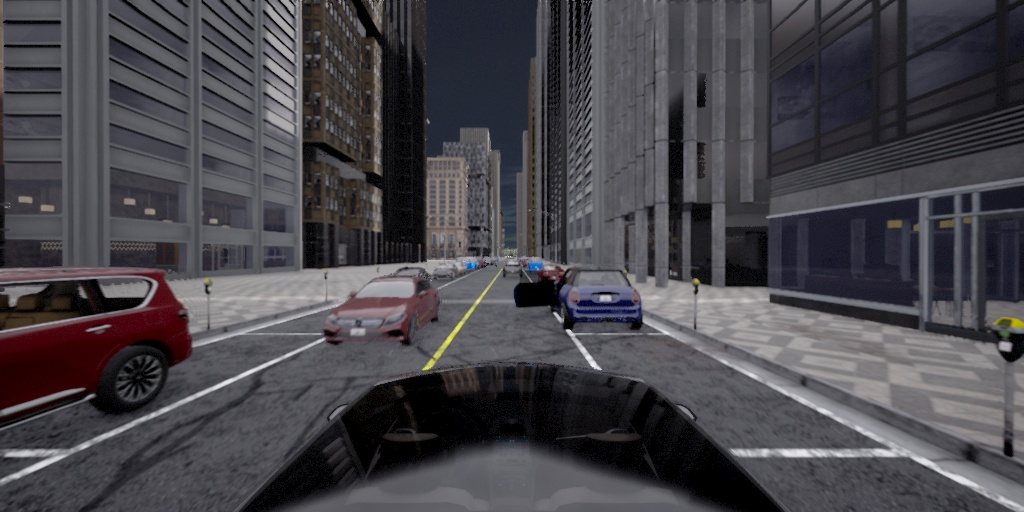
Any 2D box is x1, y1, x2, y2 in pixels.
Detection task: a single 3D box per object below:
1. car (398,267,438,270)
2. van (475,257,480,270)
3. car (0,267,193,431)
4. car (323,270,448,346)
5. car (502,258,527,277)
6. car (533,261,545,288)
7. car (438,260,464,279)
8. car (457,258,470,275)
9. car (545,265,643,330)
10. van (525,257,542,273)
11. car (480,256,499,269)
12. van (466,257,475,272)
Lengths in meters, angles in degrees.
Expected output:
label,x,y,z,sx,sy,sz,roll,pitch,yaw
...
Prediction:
label,x,y,z,sx,sy,sz,roll,pitch,yaw
car,-5.751,1.307,20.223,1.948,1.339,4.313,0,0,0
van,-5.734,1.067,48.427,1.690,1.789,3.998,0,0,0
car,-5.762,1.064,3.301,2.192,1.841,5.009,0,0,0
car,-3.095,1.272,9.535,1.812,1.442,4.674,0,0,0
car,0.070,1.225,34.880,2.128,1.511,4.902,0,0,1
car,2.777,1.283,25.863,1.888,1.381,4.507,0,0,0
car,-5.744,1.285,31.505,2.007,1.370,4.403,0,0,0
car,-5.741,1.257,36.975,1.751,1.417,4.829,0,0,0
car,2.395,1.097,11.296,2.097,1.767,4.553,0,0,0
van,2.788,1.070,42.785,1.690,1.789,3.998,0,0,0
car,-2.969,0.879,50.422,1.837,1.490,4.892,0,0,0
van,-5.737,1.070,42.786,1.690,1.789,3.998,0,0,0
